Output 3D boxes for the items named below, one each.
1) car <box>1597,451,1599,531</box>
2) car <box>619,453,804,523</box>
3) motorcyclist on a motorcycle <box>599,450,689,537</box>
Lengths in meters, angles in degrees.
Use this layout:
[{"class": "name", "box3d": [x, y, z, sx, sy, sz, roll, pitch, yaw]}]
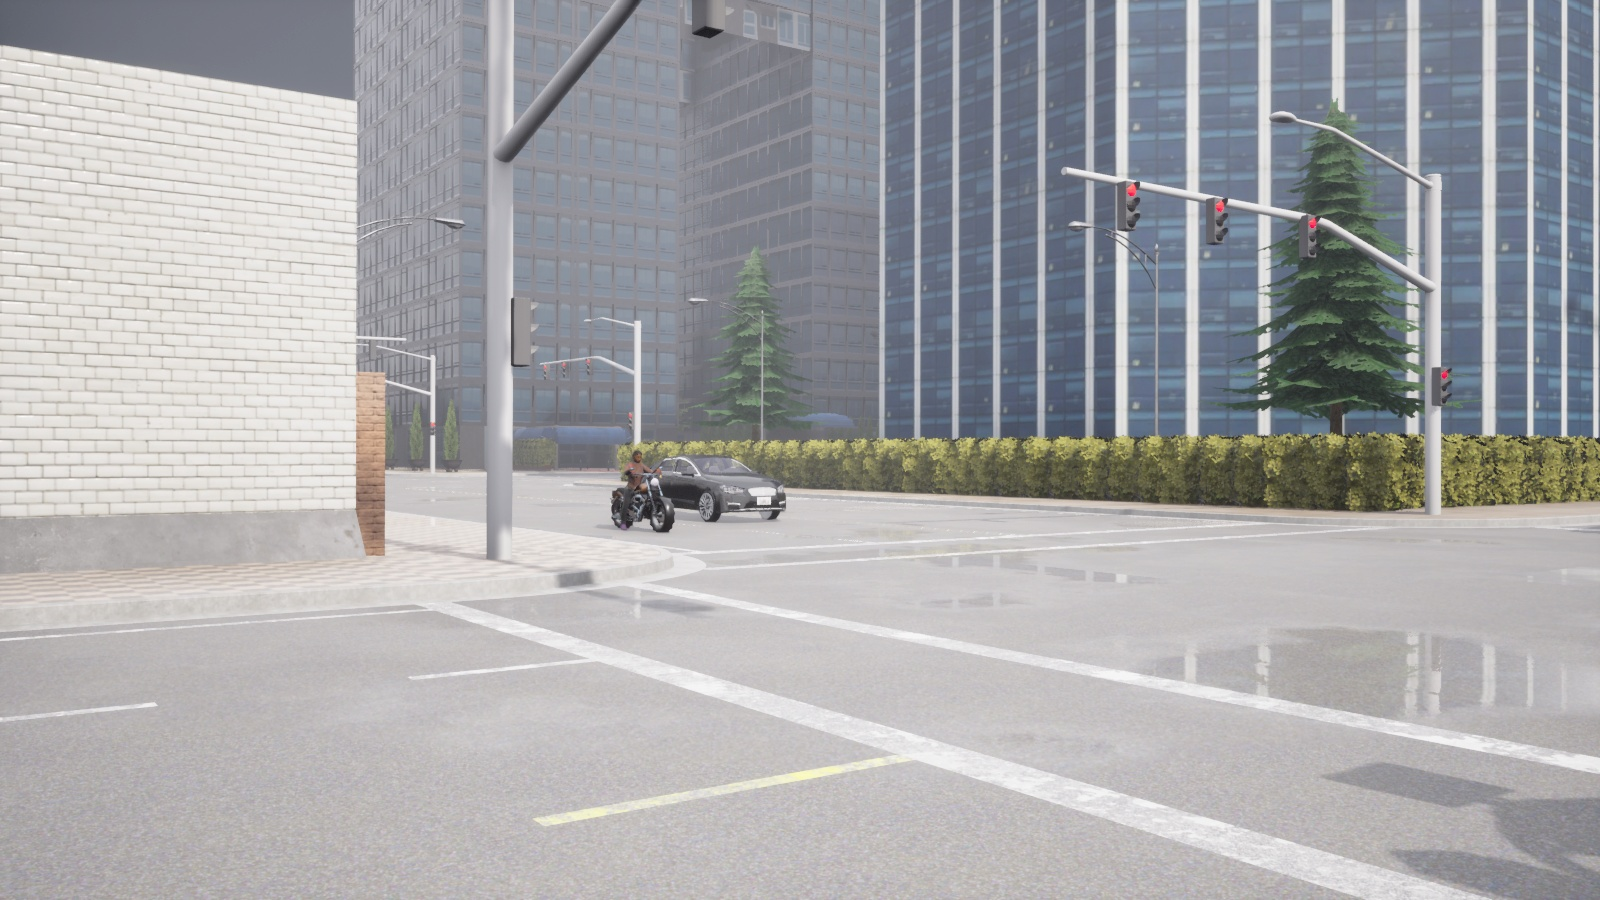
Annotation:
[{"class": "car", "box3d": [17.782, 0.757, 24.578, 5.008, 1.535, 1.882, -1, 0, -35]}, {"class": "car", "box3d": [-2.194, 0.834, 29.697, 2.128, 1.511, 4.902, 0, 0, -35]}, {"class": "motorcyclist on a motorcycle", "box3d": [-3.130, 0.818, 24.925, 0.766, 1.649, 2.350, 0, 0, -35]}]
